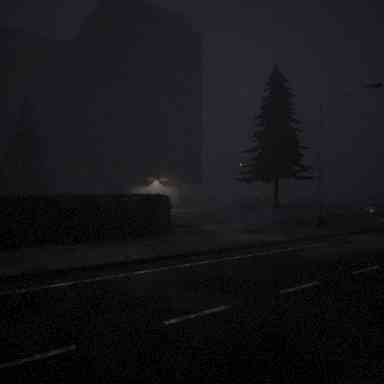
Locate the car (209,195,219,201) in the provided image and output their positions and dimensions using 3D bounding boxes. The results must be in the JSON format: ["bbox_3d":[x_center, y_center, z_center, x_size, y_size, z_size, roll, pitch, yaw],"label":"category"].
[{"bbox_3d":[3.900,1.363,76.286,2.033,1.411,5.357,0,0,-36],"label":"car"}]

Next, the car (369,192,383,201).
[{"bbox_3d":[46.085,1.151,80.289,1.932,1.855,4.605,0,0,-36],"label":"car"}]

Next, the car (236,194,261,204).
[{"bbox_3d":[10.119,1.571,61.616,1.994,1.385,4.181,0,0,-36],"label":"car"}]

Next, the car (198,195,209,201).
[{"bbox_3d":[1.057,1.301,74.246,1.882,1.535,5.008,0,0,-36],"label":"car"}]

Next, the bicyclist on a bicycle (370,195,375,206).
[{"bbox_3d":[27.312,1.300,50.321,1.656,1.620,0.582,0,0,-36],"label":"bicyclist on a bicycle"}]

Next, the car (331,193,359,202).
[{"bbox_3d":[32.374,1.393,70.413,1.970,1.475,3.806,0,0,-36],"label":"car"}]

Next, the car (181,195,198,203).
[{"bbox_3d":[-1.398,1.598,65.660,1.994,1.385,4.181,0,0,-36],"label":"car"}]

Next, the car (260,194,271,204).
[{"bbox_3d":[12.963,1.571,63.657,1.994,1.385,4.181,0,0,-36],"label":"car"}]

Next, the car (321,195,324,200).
[{"bbox_3d":[32.827,1.151,89.337,1.932,1.855,4.605,0,0,-36],"label":"car"}]

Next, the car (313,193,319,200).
[{"bbox_3d":[30.670,1.362,87.739,1.784,1.438,3.905,0,0,-36],"label":"car"}]

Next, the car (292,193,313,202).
[{"bbox_3d":[28.312,1.393,86.060,1.970,1.475,3.806,0,0,-36],"label":"car"}]
